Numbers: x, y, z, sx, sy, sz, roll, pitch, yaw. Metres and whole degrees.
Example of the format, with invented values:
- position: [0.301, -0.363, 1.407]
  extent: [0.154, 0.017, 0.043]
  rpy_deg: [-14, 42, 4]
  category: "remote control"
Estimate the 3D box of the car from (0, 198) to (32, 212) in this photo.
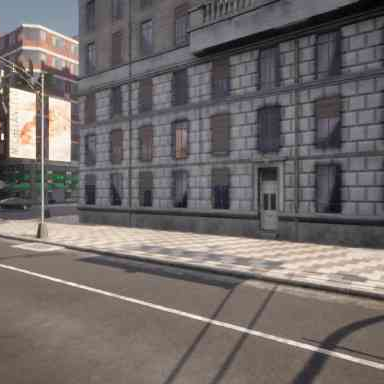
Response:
- position: [-21.685, 1.505, 39.562]
  extent: [1.837, 1.490, 4.892]
  rpy_deg: [0, 0, 36]
  category: "car"
